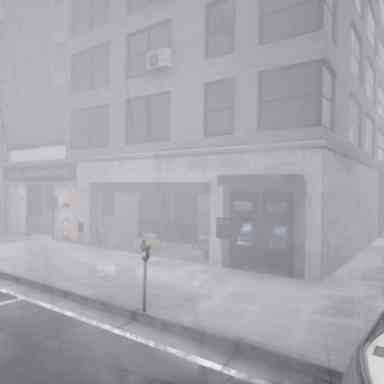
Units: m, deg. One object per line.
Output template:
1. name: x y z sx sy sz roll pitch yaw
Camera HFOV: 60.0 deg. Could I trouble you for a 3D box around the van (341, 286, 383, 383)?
1. van: 2.593 1.345 1.094 3.998 1.788 1.690 0 1 36
